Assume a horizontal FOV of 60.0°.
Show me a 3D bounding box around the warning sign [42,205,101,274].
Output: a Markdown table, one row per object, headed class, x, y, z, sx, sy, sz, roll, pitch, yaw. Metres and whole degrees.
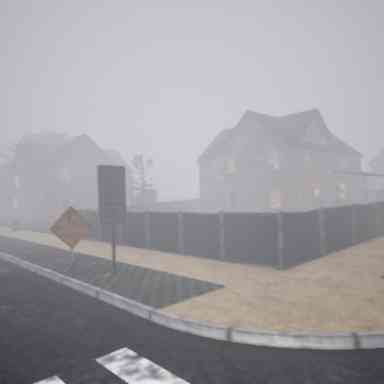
| class | x | y | z | sx | sy | sz | roll | pitch | yaw |
| --- | --- | --- | --- | --- | --- | --- | --- | --- | --- |
| warning sign | -3.654 | 1.346 | 10.083 | 1.300 | 1.860 | 1.060 | -2 | -1 | -43 |
